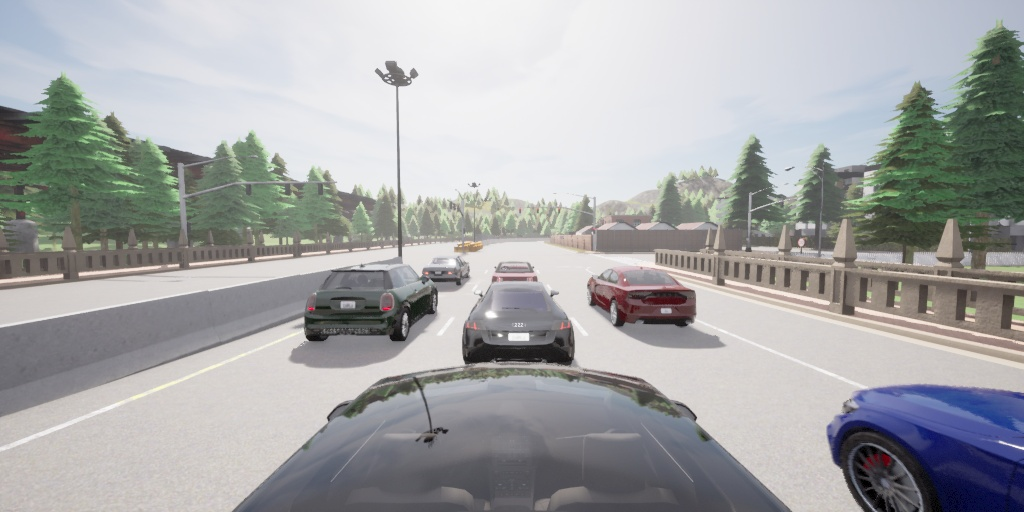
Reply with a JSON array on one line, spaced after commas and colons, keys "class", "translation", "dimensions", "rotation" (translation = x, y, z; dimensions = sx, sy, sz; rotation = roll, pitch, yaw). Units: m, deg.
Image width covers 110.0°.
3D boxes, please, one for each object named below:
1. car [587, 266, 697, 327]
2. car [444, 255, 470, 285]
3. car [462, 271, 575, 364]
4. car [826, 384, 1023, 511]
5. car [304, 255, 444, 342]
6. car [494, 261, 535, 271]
[{"class": "car", "translation": [3.606, 1.032, 10.847], "dimensions": [1.882, 1.535, 5.008], "rotation": [0, 2, 0]}, {"class": "car", "translation": [-3.388, 0.670, 18.972], "dimensions": [2.033, 1.411, 5.357], "rotation": [0, 3, 0]}, {"class": "car", "translation": [0.105, 1.222, 7.794], "dimensions": [1.994, 1.385, 4.181], "rotation": [0, 2, 0]}, {"class": "car", "translation": [3.586, 1.276, 1.059], "dimensions": [1.812, 1.442, 4.674], "rotation": [0, 0, 0]}, {"class": "car", "translation": [-3.395, 0.957, 9.550], "dimensions": [2.097, 1.767, 4.553], "rotation": [0, 2, 0]}, {"class": "car", "translation": [0.110, 0.860, 16.556], "dimensions": [1.895, 1.301, 4.718], "rotation": [0, 3, 0]}]
